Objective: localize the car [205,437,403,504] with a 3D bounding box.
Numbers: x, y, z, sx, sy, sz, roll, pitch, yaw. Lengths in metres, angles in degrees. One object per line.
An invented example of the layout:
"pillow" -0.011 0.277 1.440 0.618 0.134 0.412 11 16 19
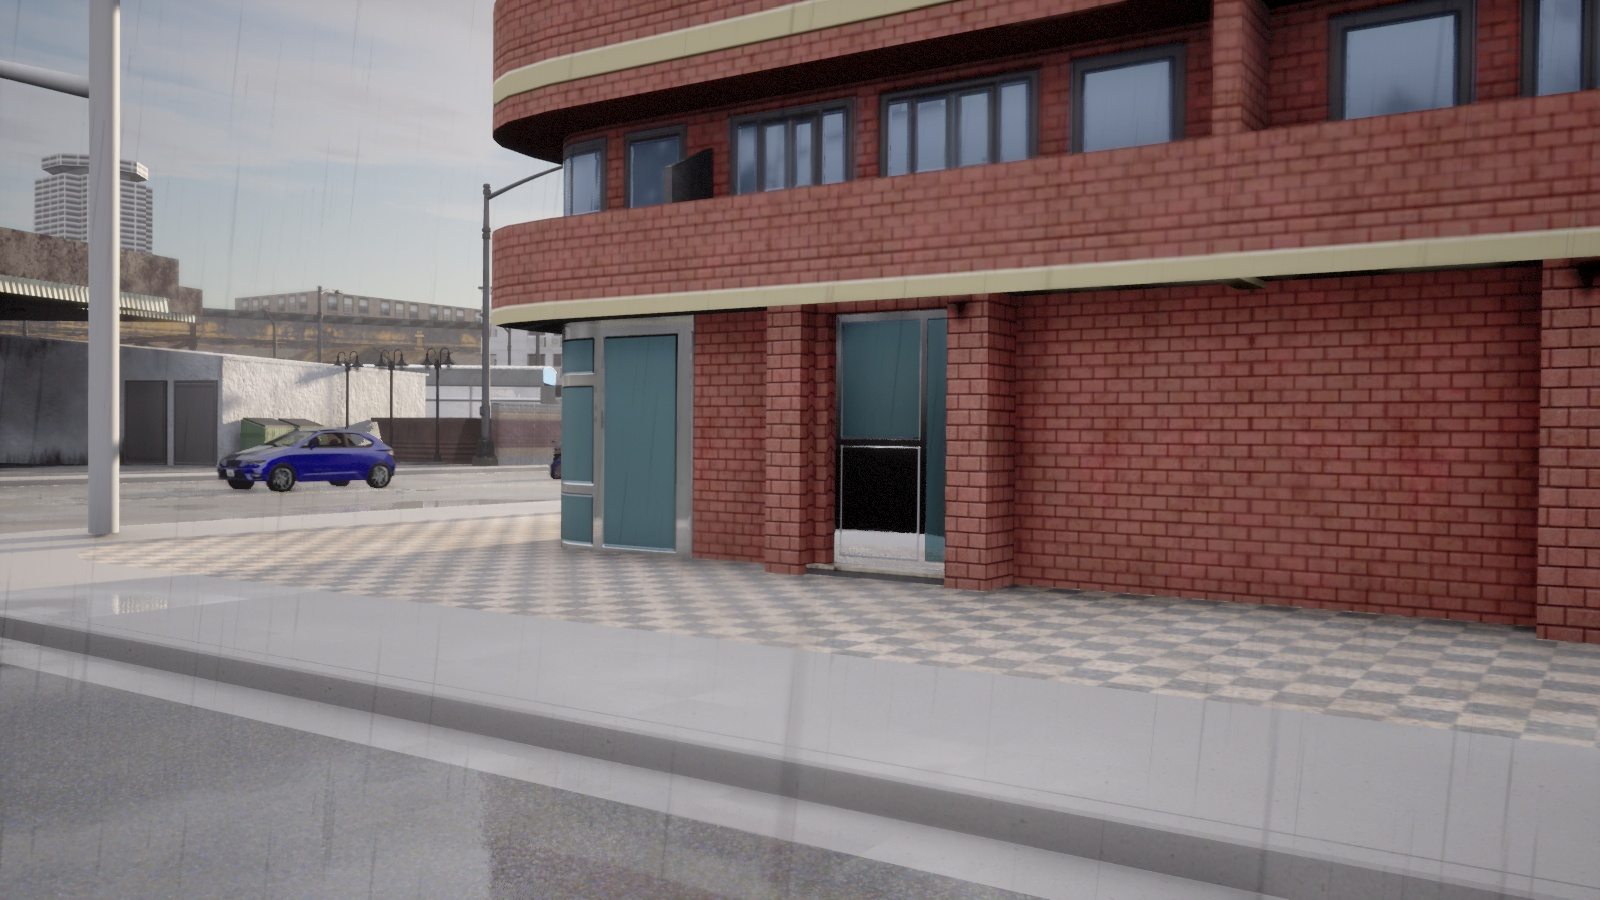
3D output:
"car" -11.916 0.438 30.425 1.816 1.474 4.193 0 1 33

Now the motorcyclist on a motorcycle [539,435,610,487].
"motorcyclist on a motorcycle" -6.856 0.305 38.314 0.866 1.530 2.191 0 1 33
